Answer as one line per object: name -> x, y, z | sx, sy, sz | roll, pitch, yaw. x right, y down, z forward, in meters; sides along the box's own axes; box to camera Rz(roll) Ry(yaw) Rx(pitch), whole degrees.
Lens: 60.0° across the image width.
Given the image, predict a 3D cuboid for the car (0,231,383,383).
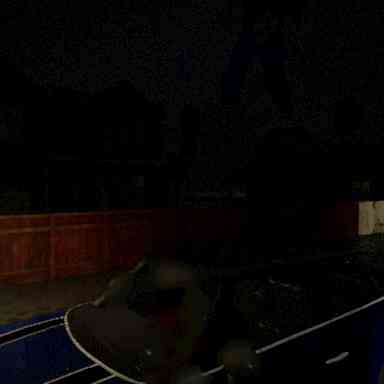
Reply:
car -> 0.108, 1.341, 3.067 | 4.553, 1.767, 2.097 | 0, 0, -35
